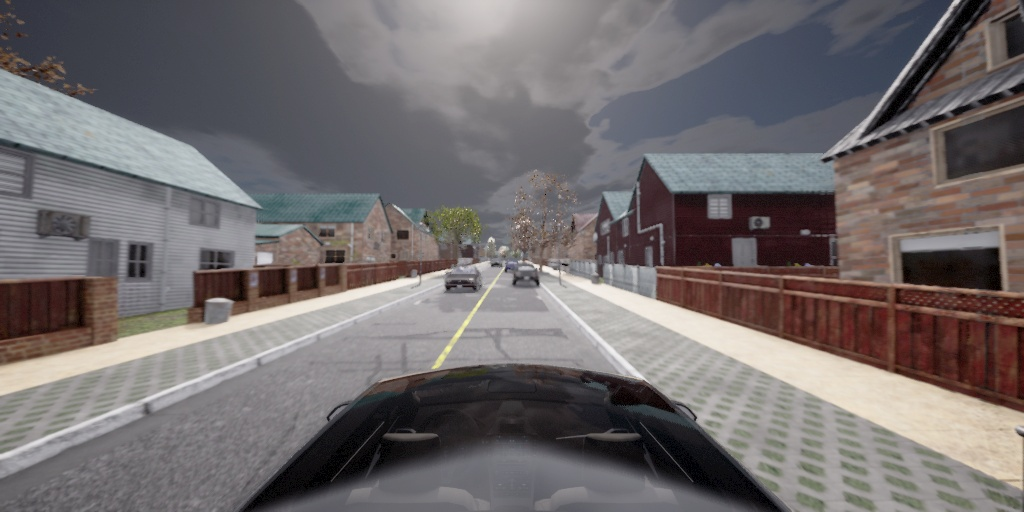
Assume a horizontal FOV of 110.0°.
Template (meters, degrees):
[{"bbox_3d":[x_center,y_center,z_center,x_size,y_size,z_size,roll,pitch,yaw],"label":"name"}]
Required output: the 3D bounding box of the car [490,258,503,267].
[{"bbox_3d":[-2.760,1.129,64.728,2.097,1.767,4.553,0,0,1],"label":"car"}]

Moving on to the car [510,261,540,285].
[{"bbox_3d":[0.968,1.281,25.736,1.812,1.442,4.674,0,0,0],"label":"car"}]

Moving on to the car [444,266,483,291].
[{"bbox_3d":[-2.846,1.302,22.183,2.033,1.411,5.357,0,0,0],"label":"car"}]

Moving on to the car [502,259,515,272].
[{"bbox_3d":[0.029,1.290,45.978,1.812,1.442,4.674,0,0,0],"label":"car"}]
